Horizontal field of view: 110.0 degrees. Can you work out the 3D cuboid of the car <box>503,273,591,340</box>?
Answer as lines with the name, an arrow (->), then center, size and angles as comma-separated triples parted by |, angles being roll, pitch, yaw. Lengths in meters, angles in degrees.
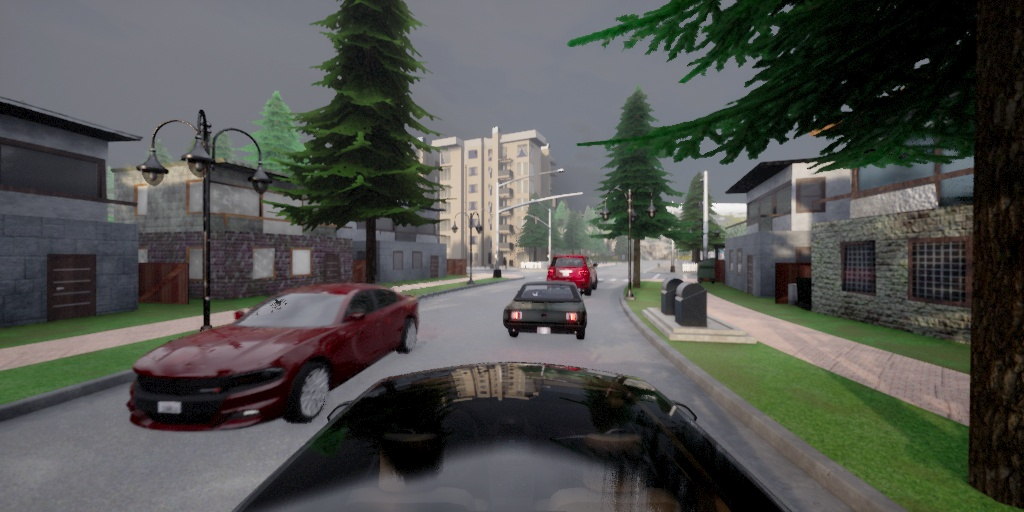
car -> 1.071, 1.347, 10.057 | 1.895, 1.301, 4.718 | 0, 0, 9

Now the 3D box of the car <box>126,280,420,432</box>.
car -> -3.152, 1.225, 6.039 | 1.882, 1.535, 5.008 | 0, 0, 6

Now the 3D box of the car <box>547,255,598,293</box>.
car -> 3.366, 0.962, 19.553 | 2.150, 2.045, 5.566 | 0, 0, 18
